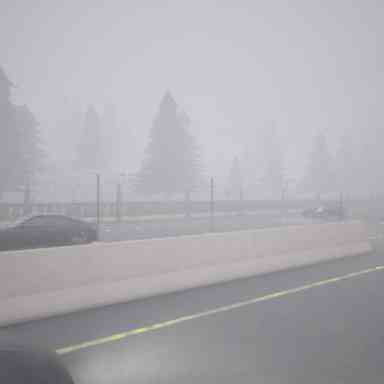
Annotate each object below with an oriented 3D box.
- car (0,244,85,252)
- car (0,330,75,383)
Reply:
[{"bbox_3d":[-5.934,1.536,12.656,4.674,1.442,1.812,0,0,-36],"label":"car"},{"bbox_3d":[-3.062,1.497,1.563,4.892,1.490,1.837,0,0,-35],"label":"car"}]
